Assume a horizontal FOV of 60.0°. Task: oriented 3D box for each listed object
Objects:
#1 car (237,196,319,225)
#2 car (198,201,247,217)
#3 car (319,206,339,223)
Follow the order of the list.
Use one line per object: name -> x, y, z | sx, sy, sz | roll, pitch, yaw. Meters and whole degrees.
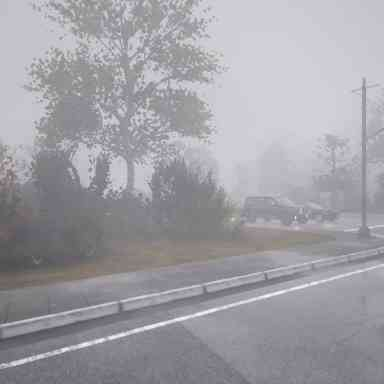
car -> 6.235, 1.316, 25.123 | 2.150, 2.045, 5.566 | 0, -1, -37
car -> 3.083, 1.705, 34.178 | 1.882, 1.535, 5.008 | 0, -1, -43
car -> 9.270, 1.566, 26.866 | 1.882, 1.535, 5.008 | 0, -1, -39
